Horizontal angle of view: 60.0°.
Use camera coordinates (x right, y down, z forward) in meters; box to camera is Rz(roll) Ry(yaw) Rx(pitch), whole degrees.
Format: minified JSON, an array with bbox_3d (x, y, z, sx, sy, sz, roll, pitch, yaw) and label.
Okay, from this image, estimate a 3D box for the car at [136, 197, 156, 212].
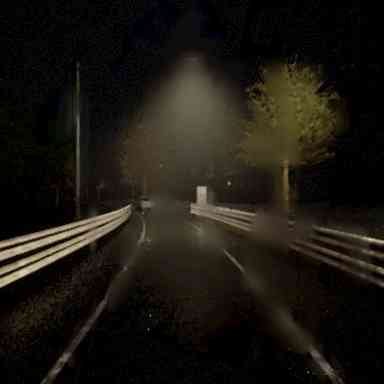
[{"bbox_3d":[-6.640,1.670,47.282,2.150,2.045,5.566,0,0,-18],"label":"car"}]
